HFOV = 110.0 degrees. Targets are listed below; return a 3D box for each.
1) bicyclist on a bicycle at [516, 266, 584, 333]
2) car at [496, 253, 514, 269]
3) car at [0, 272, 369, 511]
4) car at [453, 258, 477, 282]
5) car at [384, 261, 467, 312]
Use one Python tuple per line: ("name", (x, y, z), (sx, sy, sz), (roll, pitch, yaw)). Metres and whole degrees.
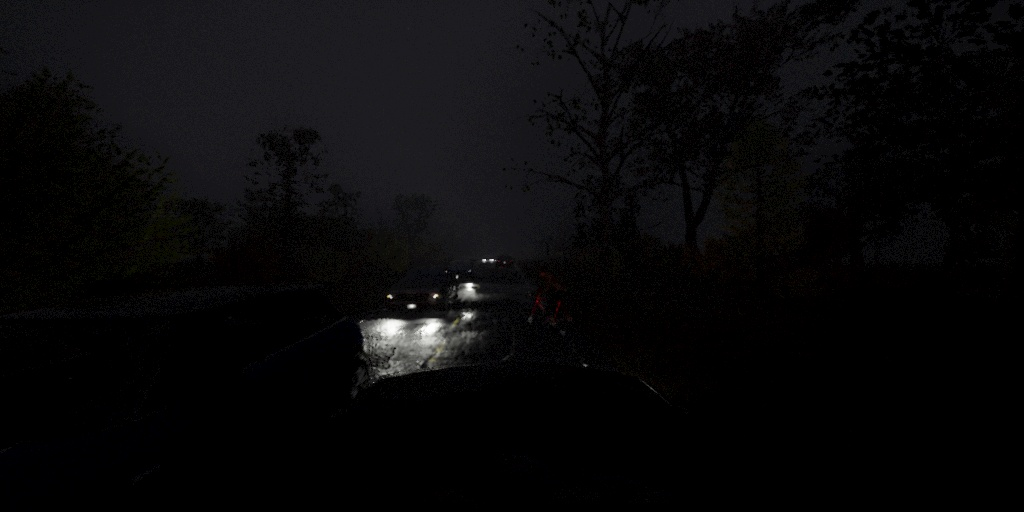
("bicyclist on a bicycle", (0.917, 1.073, 8.669), (1.656, 1.620, 0.582), (-1, 1, -1))
("car", (-0.808, 0.638, 39.734), (1.994, 1.385, 4.181), (0, 1, -1))
("car", (-2.848, 1.099, 2.703), (2.097, 1.767, 4.553), (0, 1, -1))
("car", (-3.356, 0.887, 24.167), (1.812, 1.442, 4.674), (0, 1, -1))
("car", (-3.110, 1.097, 13.567), (2.033, 1.411, 5.357), (0, 1, -1))
